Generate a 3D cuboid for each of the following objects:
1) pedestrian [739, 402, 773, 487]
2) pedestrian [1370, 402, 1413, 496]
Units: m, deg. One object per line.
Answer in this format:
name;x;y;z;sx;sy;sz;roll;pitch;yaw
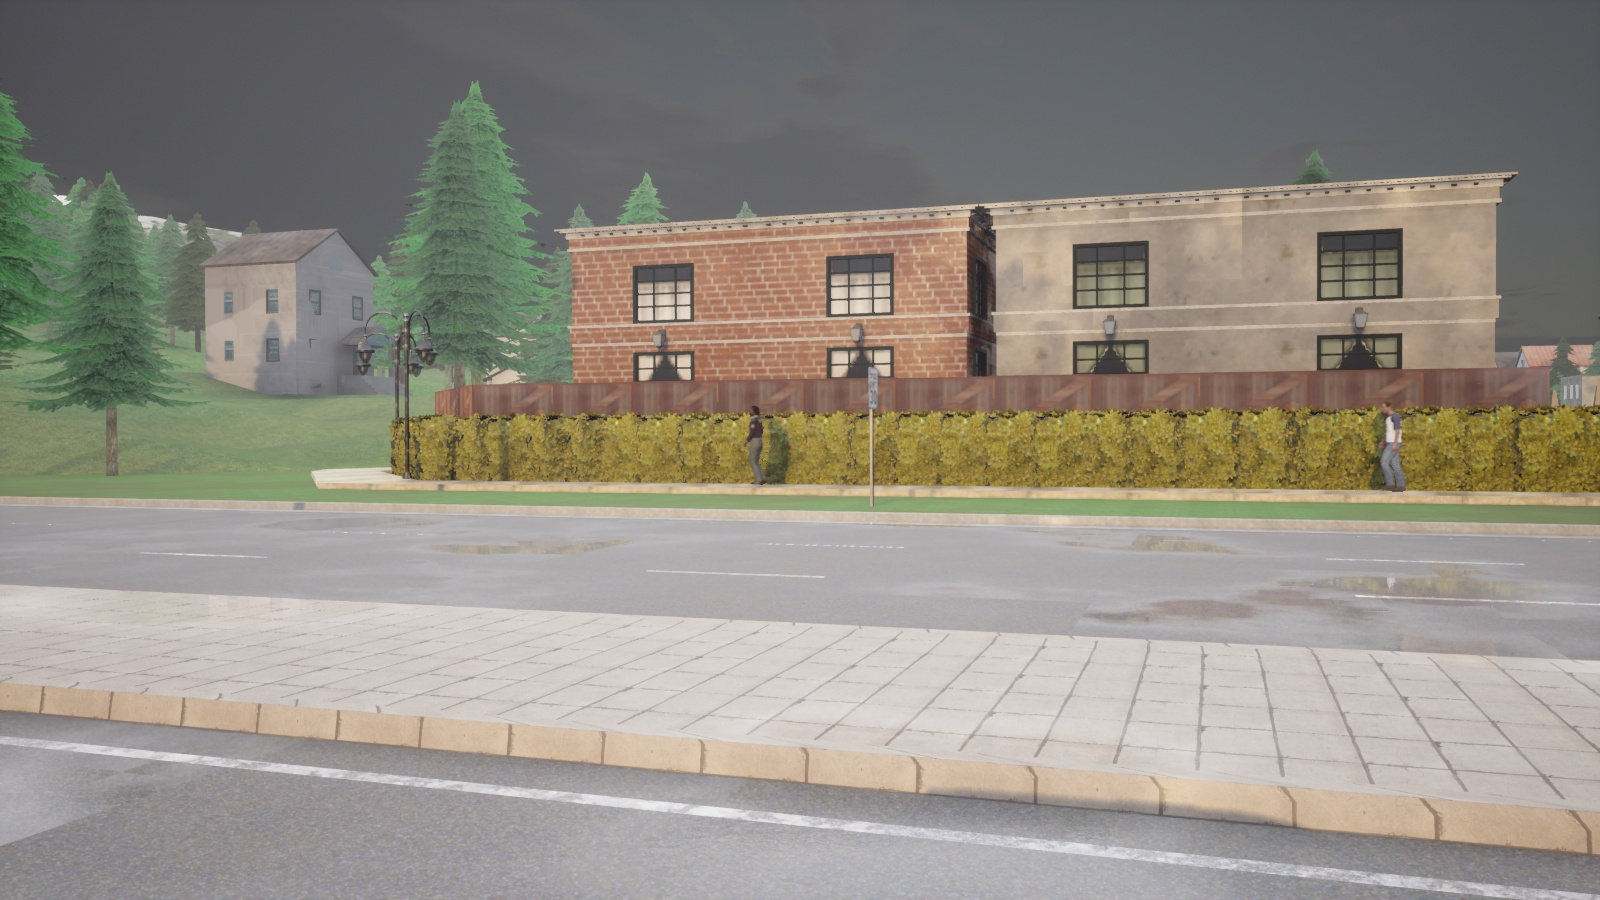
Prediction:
pedestrian;-1.014;-0.128;28.716;0.666;1.930;0.402;1;1;19
pedestrian;11.637;-0.019;24.724;0.706;1.836;0.354;0;1;16
